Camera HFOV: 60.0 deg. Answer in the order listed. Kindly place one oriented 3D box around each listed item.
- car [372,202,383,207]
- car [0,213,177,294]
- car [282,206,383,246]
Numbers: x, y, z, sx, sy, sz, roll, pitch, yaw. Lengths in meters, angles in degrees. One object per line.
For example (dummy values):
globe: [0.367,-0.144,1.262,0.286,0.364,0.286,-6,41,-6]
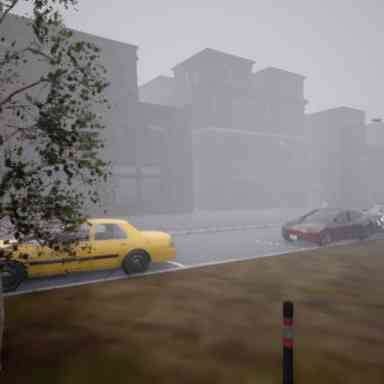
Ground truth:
car: [10.728,1.352,18.259,4.553,1.767,2.185,1,0,-33]
car: [-2.978,1.346,8.454,5.366,1.575,1.946,1,-1,-33]
car: [6.177,1.494,14.987,4.792,1.488,2.163,1,0,-33]
